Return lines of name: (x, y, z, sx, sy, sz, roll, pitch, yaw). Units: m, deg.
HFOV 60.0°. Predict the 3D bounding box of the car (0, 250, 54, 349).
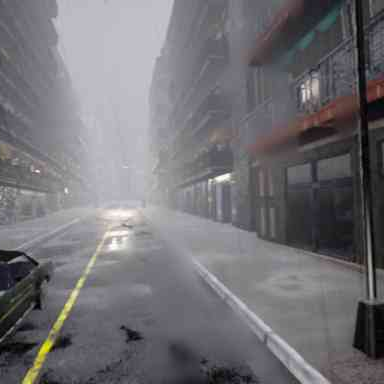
car: (-3.653, 1.720, 5.300, 1.895, 1.301, 4.718, -1, -1, -11)
